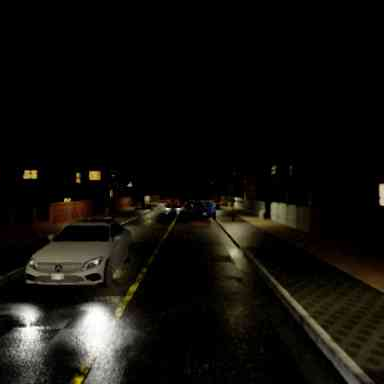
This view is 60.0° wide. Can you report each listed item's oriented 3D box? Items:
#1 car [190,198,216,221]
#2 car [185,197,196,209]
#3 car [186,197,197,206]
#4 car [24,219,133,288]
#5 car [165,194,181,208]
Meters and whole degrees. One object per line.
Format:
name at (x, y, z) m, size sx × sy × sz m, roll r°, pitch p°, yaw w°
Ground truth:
car at (0.959, 1.508, 27.599) m, size 1.882 × 1.535 × 5.008 m, roll 0°, pitch 0°, yaw 0°
car at (0.004, 1.618, 46.680) m, size 1.994 × 1.385 × 4.181 m, roll 0°, pitch 0°, yaw 1°
car at (-0.006, 1.576, 57.878) m, size 1.837 × 1.490 × 4.892 m, roll 0°, pitch 0°, yaw 0°
car at (-2.852, 1.537, 9.395) m, size 1.812 × 1.442 × 4.674 m, roll 0°, pitch 0°, yaw 0°
car at (-2.836, 1.281, 50.427) m, size 2.150 × 2.045 × 5.566 m, roll 0°, pitch 0°, yaw 0°
